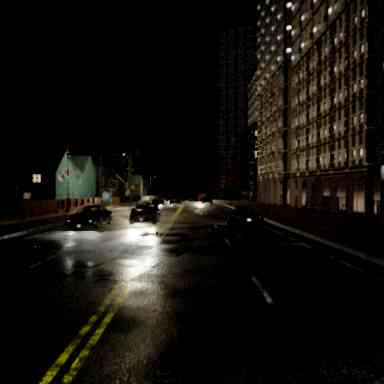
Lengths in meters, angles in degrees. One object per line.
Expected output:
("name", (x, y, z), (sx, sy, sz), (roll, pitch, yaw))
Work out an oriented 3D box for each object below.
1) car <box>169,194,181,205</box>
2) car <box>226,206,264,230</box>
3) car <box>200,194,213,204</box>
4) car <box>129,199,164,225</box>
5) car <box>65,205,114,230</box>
("car", (-3.268, 1.429, 66.323), (2.150, 2.045, 5.566), (0, 0, 0))
("car", (3.346, 1.615, 21.497), (1.994, 1.385, 4.181), (0, 0, 0))
("car", (3.235, 1.577, 69.831), (2.097, 1.767, 4.553), (0, 0, 0))
("car", (-3.353, 1.550, 24.398), (2.128, 1.511, 4.902), (0, 0, 0))
("car", (-6.605, 1.600, 22.060), (2.033, 1.411, 5.357), (0, 0, 0))
